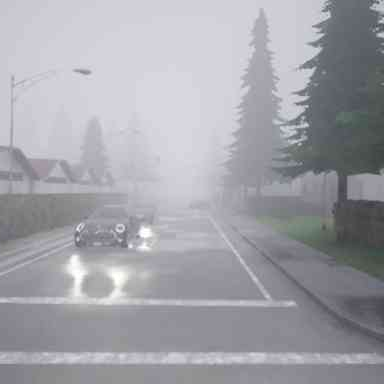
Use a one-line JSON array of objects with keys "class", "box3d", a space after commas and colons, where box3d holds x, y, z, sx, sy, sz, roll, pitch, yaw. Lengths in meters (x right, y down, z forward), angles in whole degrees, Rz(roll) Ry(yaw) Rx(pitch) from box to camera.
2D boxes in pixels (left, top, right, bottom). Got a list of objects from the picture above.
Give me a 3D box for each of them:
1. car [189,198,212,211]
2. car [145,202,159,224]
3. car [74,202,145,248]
[{"class": "car", "box3d": [1.150, 1.591, 43.623, 2.128, 1.511, 4.902, 1, 0, 22]}, {"class": "car", "box3d": [-3.618, 1.527, 25.090, 2.128, 1.511, 4.902, 1, 0, 0]}, {"class": "car", "box3d": [-3.611, 1.397, 14.959, 2.097, 1.767, 4.553, 1, 0, 0]}]
